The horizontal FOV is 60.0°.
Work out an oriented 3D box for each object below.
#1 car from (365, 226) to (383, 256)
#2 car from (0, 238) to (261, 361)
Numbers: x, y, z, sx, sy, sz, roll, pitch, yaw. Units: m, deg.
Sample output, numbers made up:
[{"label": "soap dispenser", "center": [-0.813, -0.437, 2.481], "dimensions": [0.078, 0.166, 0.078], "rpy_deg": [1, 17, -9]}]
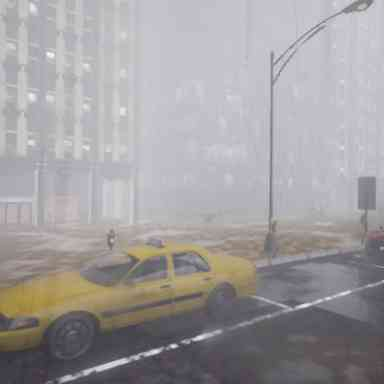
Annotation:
[{"label": "car", "center": [8.255, 1.677, 12.461], "dimensions": [4.507, 1.381, 1.887], "rpy_deg": [1, 0, -36]}, {"label": "car", "center": [-0.887, 1.550, 5.930], "dimensions": [4.829, 1.417, 1.752], "rpy_deg": [1, 0, -36]}]
